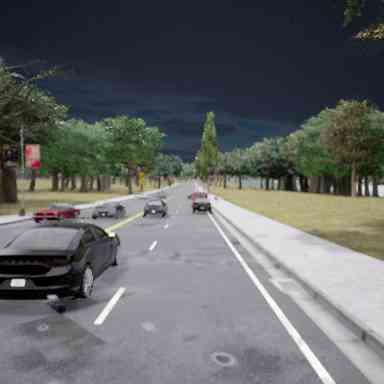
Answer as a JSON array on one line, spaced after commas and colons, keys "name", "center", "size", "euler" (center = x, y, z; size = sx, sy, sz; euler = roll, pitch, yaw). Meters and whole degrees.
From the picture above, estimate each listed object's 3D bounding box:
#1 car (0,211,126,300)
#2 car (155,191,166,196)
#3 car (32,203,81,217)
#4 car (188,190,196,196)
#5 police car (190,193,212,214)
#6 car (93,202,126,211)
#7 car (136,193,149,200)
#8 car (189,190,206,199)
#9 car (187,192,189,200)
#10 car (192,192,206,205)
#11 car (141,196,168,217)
[{"name": "car", "center": [-3.148, 1.490, 8.494], "size": [1.882, 1.535, 5.008], "euler": [0, 0, 0]}, {"name": "car", "center": [-6.486, 0.553, 68.521], "size": [2.097, 1.767, 4.553], "euler": [0, 1, 0]}, {"name": "car", "center": [-9.844, 1.525, 24.479], "size": [1.895, 1.301, 4.718], "euler": [0, 1, 0]}, {"name": "car", "center": [0.017, 0.268, 83.499], "size": [1.895, 1.301, 4.718], "euler": [0, 1, 0]}, {"name": "police car", "center": [0.982, 1.263, 33.705], "size": [1.930, 1.638, 5.238], "euler": [0, 1, 0]}, {"name": "car", "center": [-6.591, 1.468, 26.703], "size": [1.994, 1.385, 4.181], "euler": [0, 1, 0]}, {"name": "car", "center": [-9.742, 0.864, 65.823], "size": [1.895, 1.301, 4.718], "euler": [0, 1, 0]}, {"name": "car", "center": [0.984, 0.958, 43.619], "size": [2.150, 2.045, 5.566], "euler": [0, 1, 0]}, {"name": "car", "center": [0.014, 0.835, 67.440], "size": [1.895, 1.301, 4.718], "euler": [0, 1, 0]}, {"name": "car", "center": [0.984, 0.994, 49.557], "size": [2.097, 1.767, 4.553], "euler": [0, 1, 0]}, {"name": "car", "center": [-3.143, 1.404, 29.406], "size": [1.812, 1.442, 4.674], "euler": [0, 1, 0]}]
